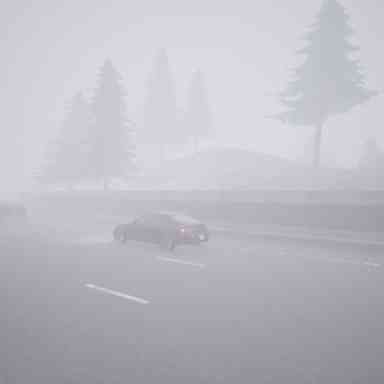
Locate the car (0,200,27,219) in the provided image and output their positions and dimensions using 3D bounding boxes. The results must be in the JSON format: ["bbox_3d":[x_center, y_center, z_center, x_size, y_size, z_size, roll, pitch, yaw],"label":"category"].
[{"bbox_3d":[-15.465,1.455,27.951,1.882,1.535,5.008,0,0,-42],"label":"car"}]

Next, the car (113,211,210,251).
[{"bbox_3d":[-1.383,1.542,14.162,4.674,1.442,1.812,0,0,40],"label":"car"}]

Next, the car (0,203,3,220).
[{"bbox_3d":[-13.791,1.500,20.991,1.812,1.442,4.674,0,0,-44],"label":"car"}]
